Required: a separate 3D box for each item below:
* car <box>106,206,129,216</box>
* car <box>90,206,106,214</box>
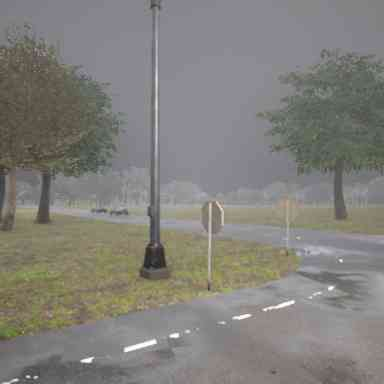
[{"bbox_3d":[-11.555,3.016,52.733,1.812,1.442,4.674,2,-2,-34],"label":"car"},{"bbox_3d":[-17.156,3.266,61.052,1.895,1.301,4.718,2,-2,-34],"label":"car"}]
